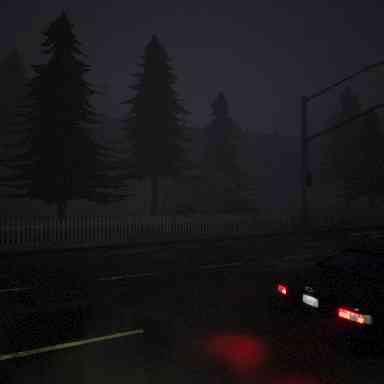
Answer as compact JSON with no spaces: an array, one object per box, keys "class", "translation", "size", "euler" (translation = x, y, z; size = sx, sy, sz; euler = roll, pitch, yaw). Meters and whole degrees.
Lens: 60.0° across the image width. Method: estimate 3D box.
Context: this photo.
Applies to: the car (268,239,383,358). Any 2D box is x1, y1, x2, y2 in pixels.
[{"class":"car","translation":[3.891,1.547,5.698],"size":[5.357,1.411,2.033],"euler":[0,0,-26]}]
